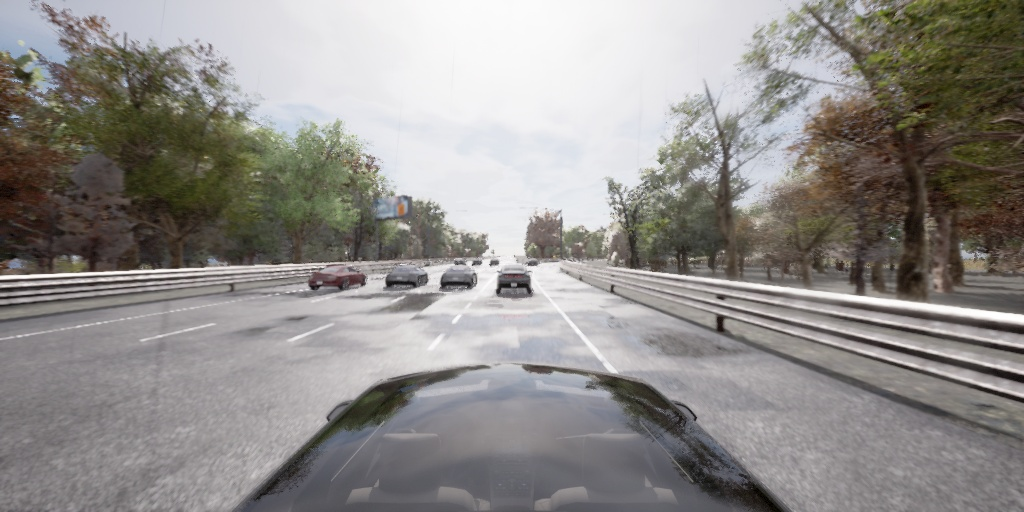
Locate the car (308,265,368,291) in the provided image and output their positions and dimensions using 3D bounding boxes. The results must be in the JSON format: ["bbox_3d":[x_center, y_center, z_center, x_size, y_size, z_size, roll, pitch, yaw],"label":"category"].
[{"bbox_3d":[-10.397,1.271,21.658,1.812,1.442,4.674,0,0,0],"label":"car"}]

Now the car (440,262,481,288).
[{"bbox_3d":[-3.399,1.308,23.505,1.994,1.385,4.181,0,0,0],"label":"car"}]

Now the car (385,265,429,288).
[{"bbox_3d":[-6.899,1.308,23.972,1.994,1.385,4.181,0,0,0],"label":"car"}]

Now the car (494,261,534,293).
[{"bbox_3d":[0.126,1.248,20.960,1.837,1.490,4.892,0,0,1],"label":"car"}]
